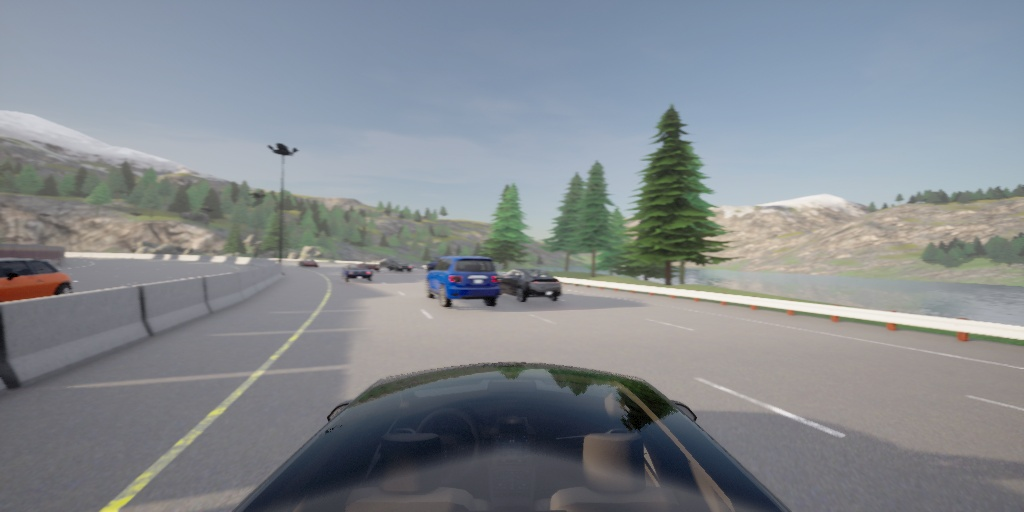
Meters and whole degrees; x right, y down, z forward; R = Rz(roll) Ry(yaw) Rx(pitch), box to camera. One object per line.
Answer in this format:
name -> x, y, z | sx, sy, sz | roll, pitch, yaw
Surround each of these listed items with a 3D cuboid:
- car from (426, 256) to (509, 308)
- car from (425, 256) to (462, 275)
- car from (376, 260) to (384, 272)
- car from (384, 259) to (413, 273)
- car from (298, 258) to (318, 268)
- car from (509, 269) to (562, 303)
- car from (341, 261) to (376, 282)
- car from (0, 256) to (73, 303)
car -> -2.311, 1.025, 15.762 | 2.150, 2.045, 5.566 | 2, 0, -23
car -> -8.079, 1.087, 41.733 | 2.150, 2.045, 5.566 | 2, -1, -33
car -> -17.393, 1.286, 43.200 | 1.895, 1.301, 4.718 | 2, -1, -35
car -> -13.913, 1.367, 44.344 | 1.895, 1.301, 4.718 | 2, -1, -34
car -> -31.172, 1.045, 54.782 | 1.994, 1.385, 4.181 | 2, -1, -42
car -> 0.631, 1.369, 17.613 | 2.128, 1.511, 4.902 | 1, 0, -23
car -> -12.407, 1.285, 28.525 | 1.895, 1.301, 4.718 | 1, -1, -30
car -> -15.620, 0.840, 10.456 | 2.097, 1.767, 4.553 | 1, 0, -24
